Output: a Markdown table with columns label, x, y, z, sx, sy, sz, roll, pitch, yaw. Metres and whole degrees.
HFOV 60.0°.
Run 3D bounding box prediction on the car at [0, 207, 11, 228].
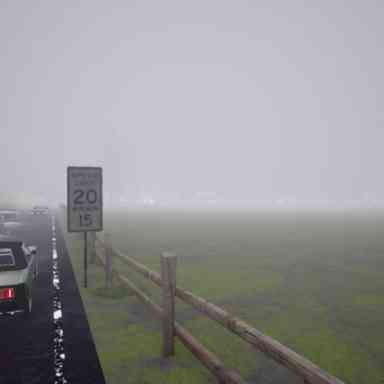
| label | x | y | z | sx | sy | sz | roll | pitch | yaw |
| --- | --- | --- | --- | --- | --- | --- | --- | --- | --- |
| car | -14.196 | 1.979 | 23.124 | 2.033 | 1.411 | 5.357 | 0 | -1 | -23 |

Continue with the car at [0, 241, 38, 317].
| label | x | y | z | sx | sy | sz | roll | pitch | yaw |
| --- | --- | --- | --- | --- | --- | --- | --- | --- | --- |
| car | -4.439 | 1.723 | 7.249 | 1.895 | 1.301 | 4.718 | 0 | -1 | -23 |

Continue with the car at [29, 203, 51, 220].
| label | x | y | z | sx | sy | sz | roll | pitch | yaw |
| --- | --- | --- | --- | --- | --- | --- | --- | --- | --- |
| car | -16.136 | 2.164 | 35.198 | 2.033 | 1.411 | 5.357 | 0 | -1 | -22 |

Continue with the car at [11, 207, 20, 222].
| label | x | y | z | sx | sy | sz | roll | pitch | yaw |
| --- | --- | --- | --- | --- | --- | --- | --- | --- | --- |
| car | -18.053 | 2.159 | 32.400 | 1.994 | 1.385 | 4.181 | 0 | -1 | -22 |

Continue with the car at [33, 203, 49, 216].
| label | x | y | z | sx | sy | sz | roll | pitch | yaw |
| --- | --- | --- | --- | --- | --- | --- | --- | --- | --- |
| car | -20.096 | 2.289 | 44.497 | 1.837 | 1.490 | 4.892 | 0 | -1 | -23 |
